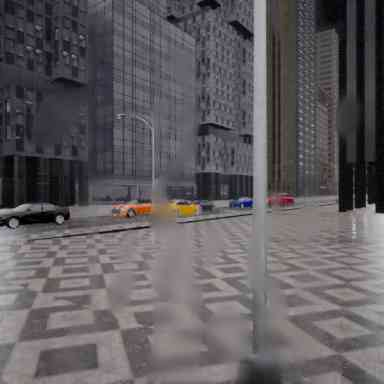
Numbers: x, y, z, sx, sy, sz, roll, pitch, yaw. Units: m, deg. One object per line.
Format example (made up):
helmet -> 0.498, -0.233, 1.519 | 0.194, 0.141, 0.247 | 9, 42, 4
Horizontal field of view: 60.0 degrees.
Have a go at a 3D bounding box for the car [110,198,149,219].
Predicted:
car -> -5.030, 1.320, 29.385 | 2.097, 1.767, 4.553 | 0, 0, 36

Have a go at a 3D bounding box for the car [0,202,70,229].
car -> -10.520, 1.458, 21.882 | 1.882, 1.535, 5.008 | 0, 0, 36

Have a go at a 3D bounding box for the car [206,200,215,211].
car -> 0.869, 1.519, 37.446 | 1.994, 1.385, 4.181 | 0, 0, 36

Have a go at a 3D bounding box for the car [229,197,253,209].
car -> 6.888, 1.419, 45.596 | 1.882, 1.535, 5.008 | 0, 0, 38

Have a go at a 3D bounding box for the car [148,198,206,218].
car -> -1.208, 1.442, 29.195 | 1.882, 1.535, 5.008 | 0, 0, 36

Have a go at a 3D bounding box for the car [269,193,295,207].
car -> 13.270, 1.157, 48.980 | 2.150, 2.045, 5.566 | 0, 0, 36
